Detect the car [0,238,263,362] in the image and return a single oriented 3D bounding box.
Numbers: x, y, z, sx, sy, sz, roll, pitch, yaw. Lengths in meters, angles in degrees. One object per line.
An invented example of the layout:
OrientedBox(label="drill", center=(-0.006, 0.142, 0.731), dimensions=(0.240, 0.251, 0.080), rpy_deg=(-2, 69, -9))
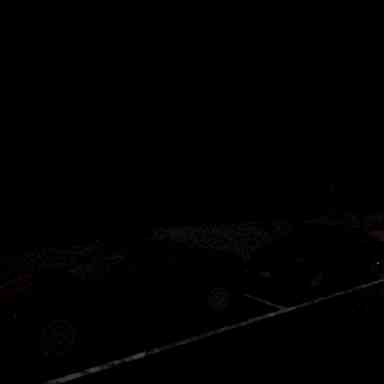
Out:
OrientedBox(label="car", center=(-1.053, 1.556, 5.898), dimensions=(4.507, 1.381, 1.887), rpy_deg=(0, 0, -35))

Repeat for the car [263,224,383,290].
OrientedBox(label="car", center=(3.536, 1.602, 9.170), dimensions=(4.313, 1.339, 1.947), rpy_deg=(0, 0, -35))
